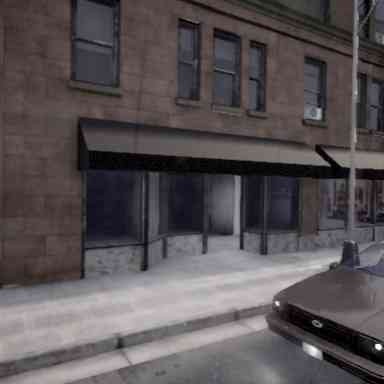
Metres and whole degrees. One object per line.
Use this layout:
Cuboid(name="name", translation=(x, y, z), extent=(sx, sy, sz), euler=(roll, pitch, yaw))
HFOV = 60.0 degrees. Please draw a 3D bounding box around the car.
Cuboid(name="car", translation=(3.720, 1.485, 5.259), extent=(5.357, 1.411, 2.033), euler=(0, 1, -30))
